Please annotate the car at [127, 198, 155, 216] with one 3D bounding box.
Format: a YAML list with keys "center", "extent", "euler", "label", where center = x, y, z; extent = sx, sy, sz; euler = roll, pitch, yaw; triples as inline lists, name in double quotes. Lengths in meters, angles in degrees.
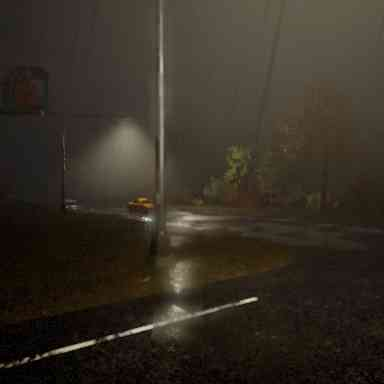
- center: [-4.589, 1.400, 32.143]
  extent: [1.882, 1.535, 5.008]
  euler: [0, 0, -36]
  label: "car"

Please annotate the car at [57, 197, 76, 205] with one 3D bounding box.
- center: [-20.369, 1.453, 54.047]
  extent: [1.895, 1.301, 4.718]
  euler: [0, 0, -36]
  label: "car"
